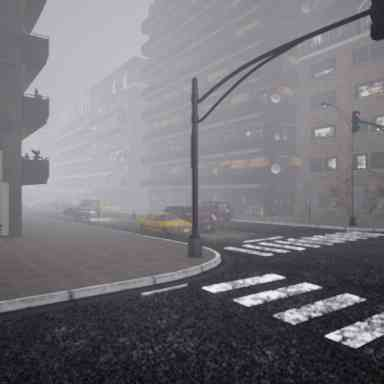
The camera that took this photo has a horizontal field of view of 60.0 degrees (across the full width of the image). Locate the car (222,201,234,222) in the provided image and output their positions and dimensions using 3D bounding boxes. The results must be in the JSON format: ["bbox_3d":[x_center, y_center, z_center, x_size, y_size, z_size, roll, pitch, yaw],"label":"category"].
[{"bbox_3d":[1.548,1.705,29.708,2.192,1.841,5.009,-1,0,-36],"label":"car"}]

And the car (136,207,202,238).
[{"bbox_3d":[-1.721,1.828,20.027,1.752,1.417,4.829,-1,0,-36],"label":"car"}]

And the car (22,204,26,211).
[{"bbox_3d":[-31.834,2.765,61.365,1.887,1.381,4.507,-1,0,-36],"label":"car"}]

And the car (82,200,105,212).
[{"bbox_3d":[-16.352,2.299,55.084,2.097,1.767,4.553,0,-1,-36],"label":"car"}]

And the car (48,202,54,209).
[{"bbox_3d":[-28.464,2.615,70.907,2.192,1.841,5.009,-1,0,-36],"label":"car"}]

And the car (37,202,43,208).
[{"bbox_3d":[-35.127,3.041,80.062,1.887,1.381,4.507,-1,0,-36],"label":"car"}]

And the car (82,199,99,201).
[{"bbox_3d":[-14.903,2.056,47.899,2.150,2.045,5.566,0,-1,-36],"label":"car"}]

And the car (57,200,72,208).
[{"bbox_3d":[-20.442,2.566,55.412,1.994,1.385,4.181,0,-1,-36],"label":"car"}]

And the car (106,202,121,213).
[{"bbox_3d":[-12.328,2.282,49.624,1.801,1.575,5.366,0,-1,-36],"label":"car"}]

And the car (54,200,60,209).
[{"bbox_3d":[-25.128,2.516,66.328,2.192,1.841,5.009,-1,0,-36],"label":"car"}]

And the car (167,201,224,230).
[{"bbox_3d":[-0.299,1.670,22.494,2.097,1.767,4.553,0,-1,-36],"label":"car"}]

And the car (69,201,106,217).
[{"bbox_3d":[-12.373,2.180,39.093,2.128,1.511,4.902,0,-1,-36],"label":"car"}]

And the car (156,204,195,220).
[{"bbox_3d":[-1.780,2.037,34.285,1.887,1.381,4.507,-1,0,-36],"label":"car"}]

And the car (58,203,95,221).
[{"bbox_3d":[-11.825,2.159,33.898,1.887,1.381,4.507,-1,0,-36],"label":"car"}]

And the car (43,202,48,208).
[{"bbox_3d":[-31.791,2.965,75.483,1.947,1.339,4.313,-1,0,-36],"label":"car"}]
